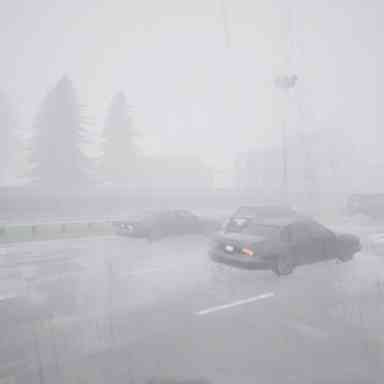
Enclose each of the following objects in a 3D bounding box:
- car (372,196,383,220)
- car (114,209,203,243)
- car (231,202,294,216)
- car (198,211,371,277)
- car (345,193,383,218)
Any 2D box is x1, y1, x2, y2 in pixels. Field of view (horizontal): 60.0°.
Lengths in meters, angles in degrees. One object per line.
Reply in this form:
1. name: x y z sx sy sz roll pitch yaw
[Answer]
1. car: 7.477 1.177 9.077 5.566 2.045 2.150 0 0 -35
2. car: -0.976 1.514 15.946 5.357 1.411 2.033 0 0 -35
3. car: 3.697 1.306 14.979 4.553 1.767 2.097 0 0 -35
4. car: 3.026 1.515 10.200 5.357 1.411 2.033 0 0 -35
5. car: 14.804 1.112 27.199 5.566 2.045 2.150 0 0 -36
